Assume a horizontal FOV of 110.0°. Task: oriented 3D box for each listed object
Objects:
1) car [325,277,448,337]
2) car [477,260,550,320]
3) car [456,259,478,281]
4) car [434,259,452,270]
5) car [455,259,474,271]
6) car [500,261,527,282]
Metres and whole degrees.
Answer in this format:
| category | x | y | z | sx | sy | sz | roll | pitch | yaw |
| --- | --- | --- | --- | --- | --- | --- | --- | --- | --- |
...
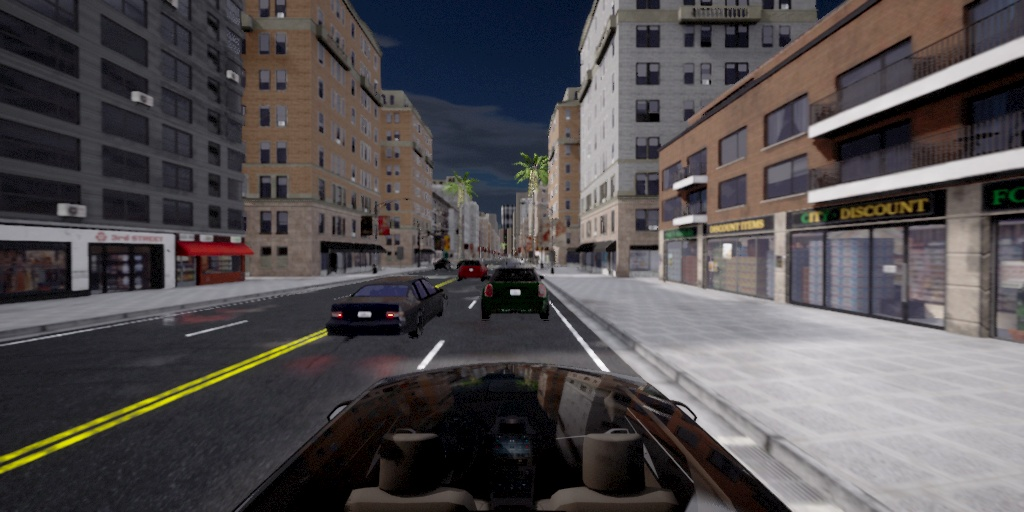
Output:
| category | x | y | z | sx | sy | sz | roll | pitch | yaw |
| --- | --- | --- | --- | --- | --- | --- | --- | --- | --- |
| car | -3.148 | 1.290 | 10.162 | 2.033 | 1.411 | 5.357 | 0 | 0 | 0 |
| car | 0.102 | 1.092 | 12.692 | 2.097 | 1.767 | 4.553 | 0 | 0 | 0 |
| car | -3.142 | 1.086 | 29.734 | 2.097 | 1.767 | 4.553 | 0 | 0 | 0 |
| car | -9.759 | 1.236 | 51.075 | 1.837 | 1.490 | 4.892 | 0 | -1 | 0 |
| car | -6.520 | 1.206 | 49.961 | 1.882 | 1.535 | 5.008 | 0 | 0 | 0 |
| car | 0.106 | 1.224 | 30.104 | 2.128 | 1.511 | 4.902 | 0 | 0 | 0 |
